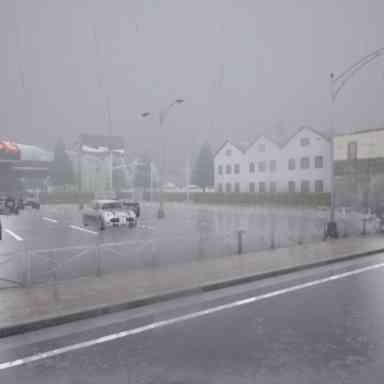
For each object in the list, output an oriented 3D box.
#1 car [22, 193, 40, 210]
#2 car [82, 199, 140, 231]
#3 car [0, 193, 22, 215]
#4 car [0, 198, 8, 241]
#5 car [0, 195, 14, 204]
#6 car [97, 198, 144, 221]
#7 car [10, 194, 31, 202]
[{"bbox_3d":[-19.064,1.076,38.686,1.905,1.878,3.866,0,0,-36],"label":"car"},{"bbox_3d":[-4.599,1.231,18.383,1.970,1.475,3.806,0,0,-36],"label":"car"},{"bbox_3d":[-17.173,1.104,30.371,1.932,1.855,4.605,0,0,-36],"label":"car"},{"bbox_3d":[-9.637,1.168,14.395,2.152,1.636,5.027,0,0,-36],"label":"car"},{"bbox_3d":[-38.355,1.477,66.689,4.611,1.667,2.242,0,0,-36],"label":"car"},{"bbox_3d":[-5.709,1.288,26.249,2.007,1.523,4.514,0,0,-36],"label":"car"},{"bbox_3d":[-38.111,1.300,73.817,3.866,1.878,1.905,0,0,-36],"label":"car"}]
